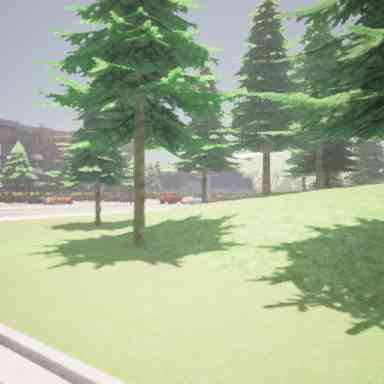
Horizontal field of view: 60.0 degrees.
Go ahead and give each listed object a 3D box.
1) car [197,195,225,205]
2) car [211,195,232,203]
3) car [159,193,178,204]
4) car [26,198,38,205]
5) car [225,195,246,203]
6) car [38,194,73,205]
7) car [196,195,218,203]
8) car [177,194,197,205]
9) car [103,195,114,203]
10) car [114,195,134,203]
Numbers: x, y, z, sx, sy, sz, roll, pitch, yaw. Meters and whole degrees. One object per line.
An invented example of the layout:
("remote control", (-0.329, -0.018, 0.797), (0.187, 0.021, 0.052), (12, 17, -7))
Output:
("car", (3.225, 1.473, 56.402), (1.994, 1.385, 4.181), (0, 0, 36))
("car", (5.964, 1.376, 66.502), (1.882, 1.535, 5.008), (0, 0, 35))
("car", (-3.464, 1.109, 59.090), (2.150, 2.045, 5.566), (0, 0, 36))
("car", (-24.801, 1.441, 54.938), (1.895, 1.301, 4.718), (0, 0, 36))
("car", (8.822, 1.401, 64.481), (2.128, 1.511, 4.902), (0, 0, 35))
("car", (-21.594, 1.203, 53.441), (2.097, 1.767, 4.553), (0, 0, 35))
("car", (3.083, 1.377, 68.490), (2.128, 1.511, 4.902), (0, 0, 35))
("car", (-0.044, 1.424, 57.846), (1.812, 1.442, 4.674), (0, 0, 36))
("car", (-15.818, 1.365, 67.655), (2.128, 1.511, 4.902), (0, 0, 35))
("car", (-12.595, 1.353, 66.179), (1.837, 1.490, 4.892), (0, 0, 35))
